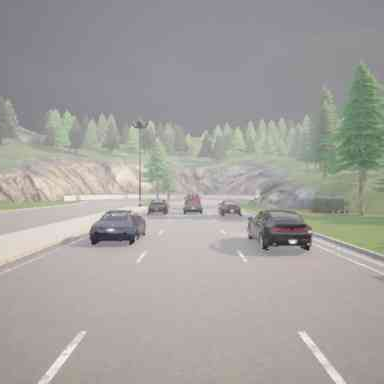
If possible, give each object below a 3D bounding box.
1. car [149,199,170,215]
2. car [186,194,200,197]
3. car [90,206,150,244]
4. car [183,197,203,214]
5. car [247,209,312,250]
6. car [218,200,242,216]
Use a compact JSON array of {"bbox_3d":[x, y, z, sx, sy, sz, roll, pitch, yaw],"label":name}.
[{"bbox_3d":[-3.395,1.490,34.336,2.128,1.511,4.902,0,0,0],"label":"car"},{"bbox_3d":[0.099,1.221,44.616,2.150,2.045,5.566,0,0,0],"label":"car"},{"bbox_3d":[-3.397,1.564,15.899,1.994,1.385,4.181,0,0,0],"label":"car"},{"bbox_3d":[0.104,1.564,35.195,1.994,1.385,4.181,0,0,0],"label":"car"},{"bbox_3d":[3.602,1.506,14.300,1.837,1.490,4.892,0,0,0],"label":"car"},{"bbox_3d":[3.602,1.526,32.159,1.812,1.442,4.674,0,0,0],"label":"car"}]
